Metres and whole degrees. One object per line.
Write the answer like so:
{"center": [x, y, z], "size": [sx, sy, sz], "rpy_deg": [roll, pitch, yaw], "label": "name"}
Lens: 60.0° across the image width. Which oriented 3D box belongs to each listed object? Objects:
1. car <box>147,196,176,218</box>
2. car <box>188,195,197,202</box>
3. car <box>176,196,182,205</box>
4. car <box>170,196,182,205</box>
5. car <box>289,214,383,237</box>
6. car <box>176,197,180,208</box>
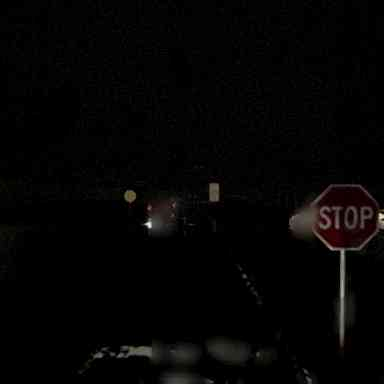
{"center": [-2.757, 1.315, 29.348], "size": [2.097, 1.767, 4.553], "rpy_deg": [0, 0, -1], "label": "car"}
{"center": [0.093, 1.377, 71.680], "size": [1.837, 1.490, 4.892], "rpy_deg": [0, 0, 0], "label": "car"}
{"center": [-2.769, 1.530, 47.896], "size": [1.895, 1.301, 4.718], "rpy_deg": [0, 0, 0], "label": "car"}
{"center": [-2.744, 1.472, 58.263], "size": [1.994, 1.385, 4.181], "rpy_deg": [0, 0, 0], "label": "car"}
{"center": [7.410, 1.449, 16.989], "size": [4.674, 1.442, 1.812], "rpy_deg": [0, 1, 10], "label": "car"}
{"center": [-2.796, 1.548, 38.651], "size": [1.895, 1.301, 4.718], "rpy_deg": [0, 0, 0], "label": "car"}
